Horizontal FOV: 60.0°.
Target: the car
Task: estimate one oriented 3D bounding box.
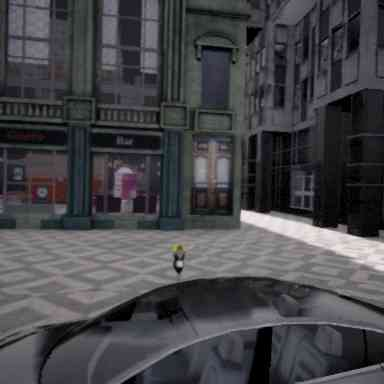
[{"bbox_3d":[0.110,1.510,2.837,4.313,1.339,1.947,1,1,-10],"label":"car"}]
